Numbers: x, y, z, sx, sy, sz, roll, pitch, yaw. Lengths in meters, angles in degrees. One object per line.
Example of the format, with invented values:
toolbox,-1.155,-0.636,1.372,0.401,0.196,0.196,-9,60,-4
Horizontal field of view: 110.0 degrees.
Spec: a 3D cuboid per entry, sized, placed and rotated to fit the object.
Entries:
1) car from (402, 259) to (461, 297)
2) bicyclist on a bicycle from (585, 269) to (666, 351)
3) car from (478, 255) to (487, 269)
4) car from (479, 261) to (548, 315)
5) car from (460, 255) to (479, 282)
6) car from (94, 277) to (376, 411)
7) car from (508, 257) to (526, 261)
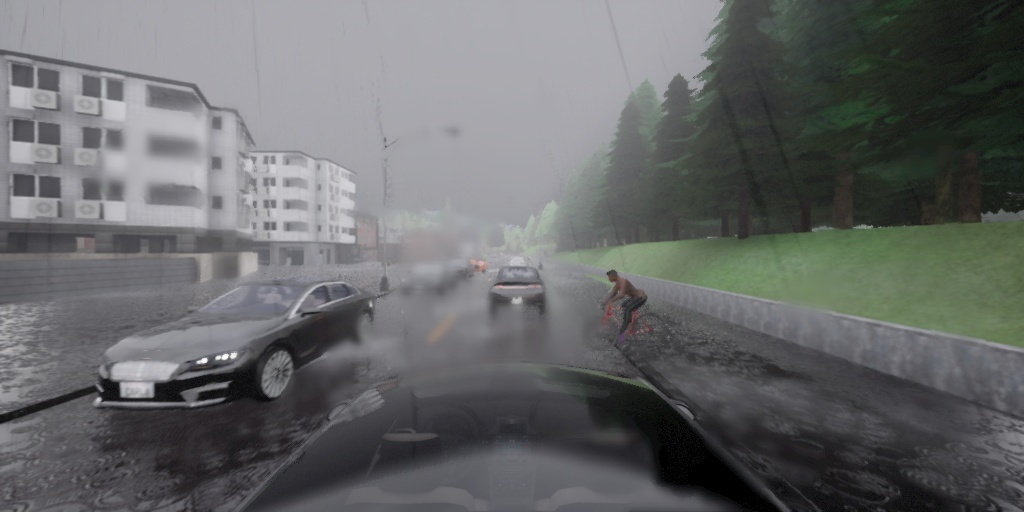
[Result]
car,-3.906,1.074,17.613,1.812,1.442,4.674,0,0,1
bicyclist on a bicycle,2.233,1.072,7.198,1.656,1.620,0.582,-5,1,1
car,-3.588,0.695,35.238,2.097,1.767,4.553,0,1,1
car,0.221,1.112,12.888,2.128,1.511,4.902,0,1,1
car,-3.706,0.953,25.278,1.882,1.535,5.008,0,1,1
car,-4.056,1.172,6.359,2.128,1.511,4.902,0,1,1
car,0.574,0.844,38.856,1.812,1.442,4.674,0,1,1
